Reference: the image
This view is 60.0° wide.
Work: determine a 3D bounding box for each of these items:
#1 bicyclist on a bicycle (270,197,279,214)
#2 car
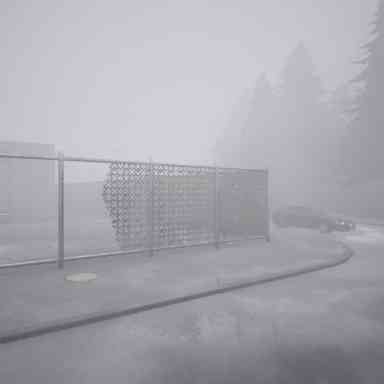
[{"bbox_3d":[7.911,1.349,32.441,1.656,1.620,0.582,0,0,-36],"label":"bicyclist on a bicycle"},{"bbox_3d":[6.916,1.505,19.312,1.837,1.490,4.892,0,0,-34],"label":"car"}]
